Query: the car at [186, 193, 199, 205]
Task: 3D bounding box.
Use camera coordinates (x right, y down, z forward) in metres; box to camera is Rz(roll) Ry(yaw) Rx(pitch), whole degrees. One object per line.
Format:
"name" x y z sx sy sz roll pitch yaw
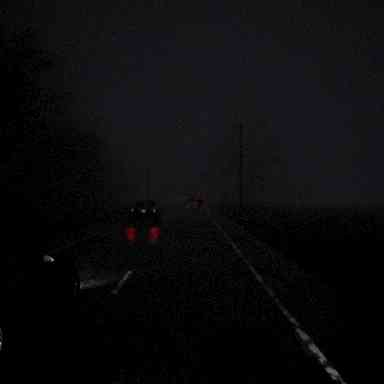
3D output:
"car" 0.093 1.261 60.526 2.150 2.045 5.566 0 0 0

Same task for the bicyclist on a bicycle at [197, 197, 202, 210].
"bicyclist on a bicycle" 0.978 1.481 43.648 0.582 1.620 1.656 0 0 0

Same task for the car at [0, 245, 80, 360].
"car" -3.400 1.568 5.497 1.994 1.385 4.181 0 0 0

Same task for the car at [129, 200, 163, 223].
"car" -3.394 1.368 25.396 2.097 1.767 4.553 0 0 0

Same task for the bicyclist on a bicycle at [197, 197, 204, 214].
"bicyclist on a bicycle" 0.977 1.393 34.857 0.659 1.776 1.843 0 0 0
